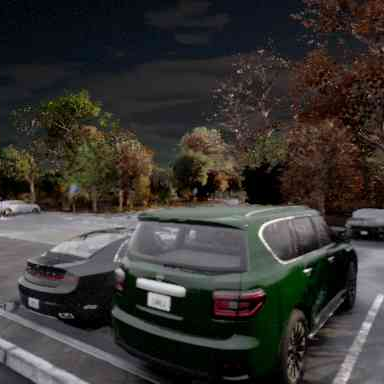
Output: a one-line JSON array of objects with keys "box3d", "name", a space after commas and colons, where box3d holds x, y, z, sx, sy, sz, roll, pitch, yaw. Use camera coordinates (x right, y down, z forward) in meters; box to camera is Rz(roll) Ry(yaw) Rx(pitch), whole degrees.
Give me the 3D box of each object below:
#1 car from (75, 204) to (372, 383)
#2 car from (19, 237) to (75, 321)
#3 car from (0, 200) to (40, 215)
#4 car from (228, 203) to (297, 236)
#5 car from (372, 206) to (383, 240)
[{"box3d": [1.213, 1.225, 5.613, 2.435, 2.045, 5.566, 0, 0, 36], "name": "car"}, {"box3d": [-1.087, 1.479, 7.212, 2.231, 1.521, 4.892, 0, 0, 36], "name": "car"}, {"box3d": [-18.914, 1.655, 36.021, 2.002, 1.452, 4.674, 0, 0, 36], "name": "car"}, {"box3d": [4.265, 1.483, 19.464, 2.097, 1.535, 5.008, 0, 0, 36], "name": "car"}, {"box3d": [8.803, 1.476, 16.237, 2.097, 1.535, 5.008, 0, 0, 36], "name": "car"}]
